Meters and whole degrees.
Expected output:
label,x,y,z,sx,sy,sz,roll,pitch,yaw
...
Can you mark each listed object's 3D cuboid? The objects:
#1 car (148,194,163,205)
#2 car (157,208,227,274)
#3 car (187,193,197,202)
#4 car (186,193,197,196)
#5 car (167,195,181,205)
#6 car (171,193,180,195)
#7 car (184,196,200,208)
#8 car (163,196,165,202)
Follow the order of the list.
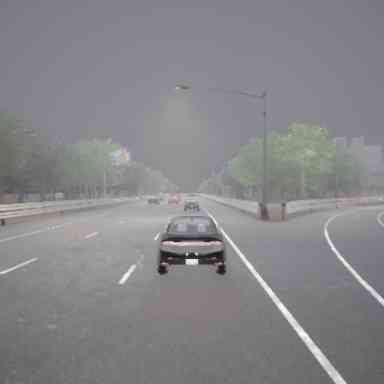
label,x,y,z,sx,sy,sz,roll,pitch,yaw
car,-7.012,1.546,61.524,1.882,1.535,5.008,0,0,0
car,-0.002,1.491,10.546,2.128,1.511,4.902,0,0,0
car,-0.014,1.171,72.438,2.150,2.045,5.566,0,0,0
car,-0.012,1.293,62.390,2.150,2.045,5.566,0,0,0
car,-3.512,1.671,61.972,1.895,1.301,4.718,0,0,0
car,-3.514,1.157,72.133,2.150,2.045,5.566,0,0,0
car,-0.009,1.548,42.053,1.812,1.442,4.674,0,0,0
car,-7.014,1.283,71.990,2.097,1.767,4.553,0,0,0
